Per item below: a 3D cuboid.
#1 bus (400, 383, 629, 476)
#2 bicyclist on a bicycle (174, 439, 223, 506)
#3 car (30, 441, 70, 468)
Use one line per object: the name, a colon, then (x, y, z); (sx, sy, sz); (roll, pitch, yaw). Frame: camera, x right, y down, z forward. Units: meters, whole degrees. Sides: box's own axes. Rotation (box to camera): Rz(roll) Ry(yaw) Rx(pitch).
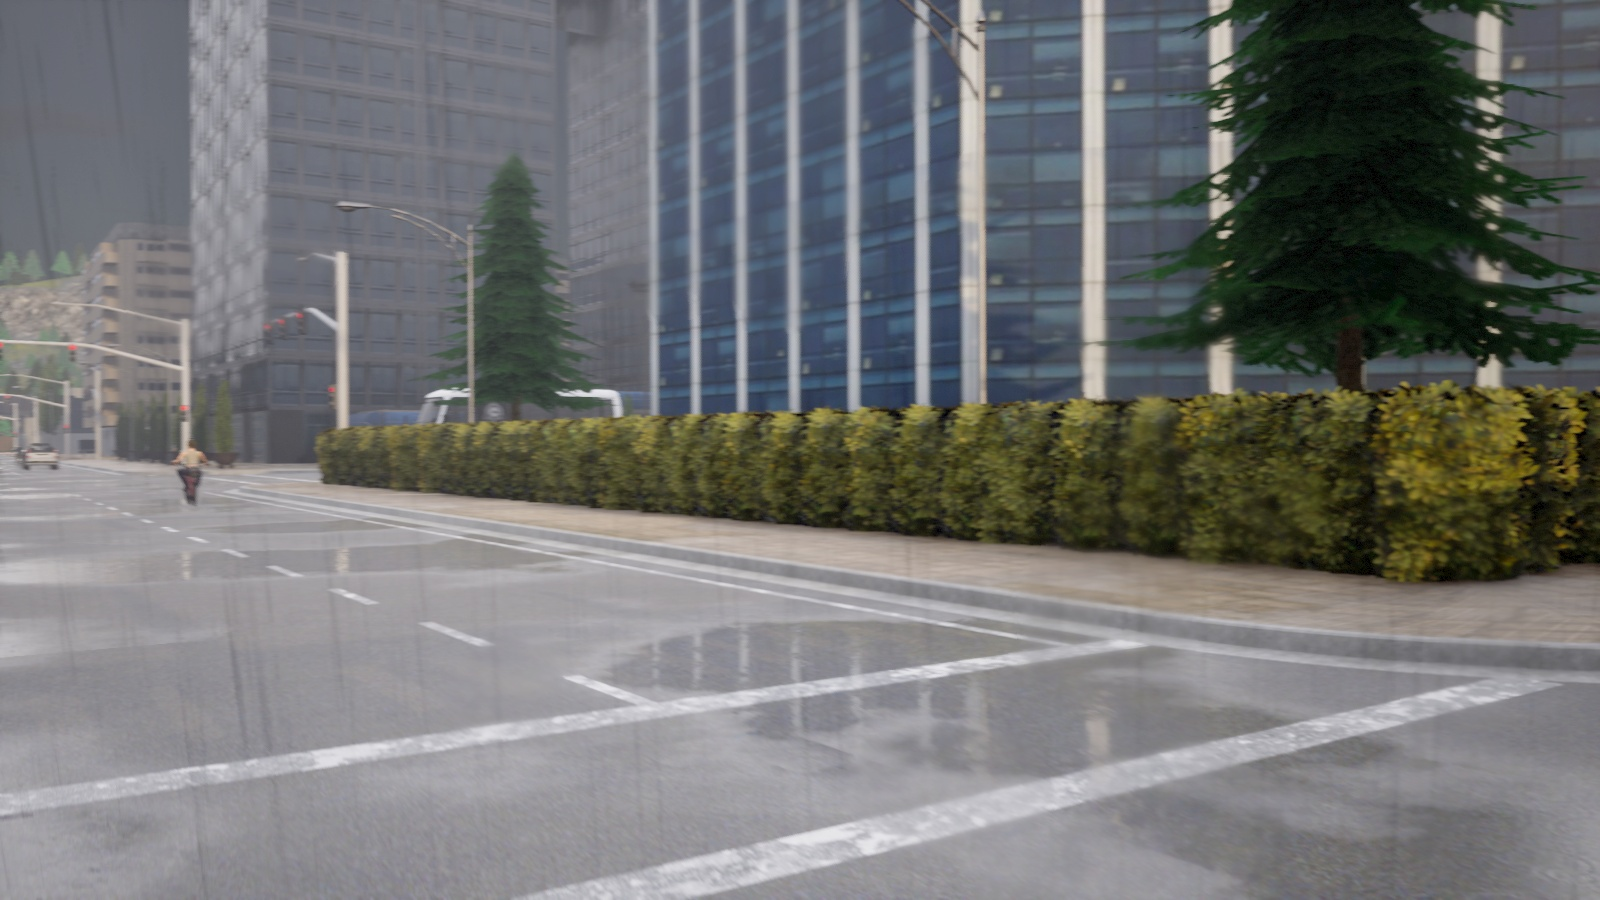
bus: (-13.993, -0.981, 62.107); (10.273, 4.253, 3.944); (0, 0, -35)
bicyclist on a bicycle: (-14.916, 0.539, 31.117); (0.866, 1.612, 1.509); (0, 0, -34)
car: (-46.320, 0.273, 77.525); (1.851, 1.617, 3.988); (0, 0, -34)
